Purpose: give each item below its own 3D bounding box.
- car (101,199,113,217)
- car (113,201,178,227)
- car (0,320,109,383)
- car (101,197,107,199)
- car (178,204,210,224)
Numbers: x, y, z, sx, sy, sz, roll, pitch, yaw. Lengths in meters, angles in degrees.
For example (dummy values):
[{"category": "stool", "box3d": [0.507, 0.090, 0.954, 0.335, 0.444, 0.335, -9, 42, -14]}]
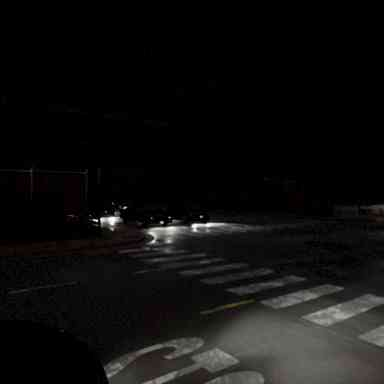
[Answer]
[{"category": "car", "box3d": [-8.836, 1.615, 31.406, 1.994, 1.385, 4.181, 0, 0, -35]}, {"category": "car", "box3d": [-3.496, 1.598, 23.882, 2.033, 1.411, 5.357, 0, 0, -35]}, {"category": "car", "box3d": [-2.866, 1.492, 1.703, 4.902, 1.511, 2.128, 0, 0, -35]}, {"category": "car", "box3d": [-11.163, 1.401, 40.686, 2.097, 1.767, 4.553, 0, 0, -36]}, {"category": "car", "box3d": [-0.480, 1.613, 25.678, 1.994, 1.385, 4.181, 0, 0, -35]}]
